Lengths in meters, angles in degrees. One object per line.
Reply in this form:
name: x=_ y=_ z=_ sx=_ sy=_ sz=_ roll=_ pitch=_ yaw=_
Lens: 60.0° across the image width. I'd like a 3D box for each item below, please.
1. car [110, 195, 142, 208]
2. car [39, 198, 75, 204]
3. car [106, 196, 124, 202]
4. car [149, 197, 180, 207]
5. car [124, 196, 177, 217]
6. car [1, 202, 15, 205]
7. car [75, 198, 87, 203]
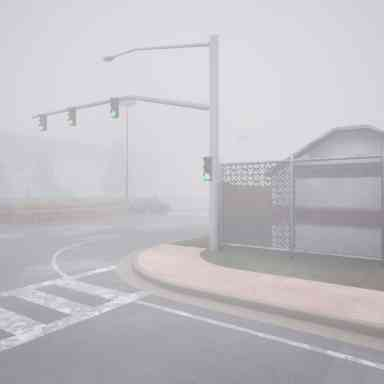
car: x=-9.682 y=1.352 z=49.006 sx=2.097 sy=1.767 sz=4.553 roll=0 pitch=0 yaw=34
car: x=-14.946 y=1.564 z=34.849 sx=1.994 sy=1.385 sz=4.181 roll=0 pitch=0 yaw=34
car: x=-9.787 y=1.547 z=42.562 sx=2.033 sy=1.411 sz=5.357 roll=0 pitch=0 yaw=34
car: x=-4.119 y=1.492 z=51.025 sx=2.128 sy=1.511 sz=4.902 roll=0 pitch=0 yaw=34
car: x=-3.936 y=1.351 z=32.065 sx=2.097 sy=1.767 sz=4.553 roll=0 pitch=0 yaw=34
car: x=-20.372 y=1.547 z=33.028 sx=2.033 sy=1.411 sz=5.357 roll=0 pitch=0 yaw=34
car: x=-15.129 y=1.505 z=40.870 sx=1.837 sy=1.490 sz=4.892 roll=0 pitch=0 yaw=34
